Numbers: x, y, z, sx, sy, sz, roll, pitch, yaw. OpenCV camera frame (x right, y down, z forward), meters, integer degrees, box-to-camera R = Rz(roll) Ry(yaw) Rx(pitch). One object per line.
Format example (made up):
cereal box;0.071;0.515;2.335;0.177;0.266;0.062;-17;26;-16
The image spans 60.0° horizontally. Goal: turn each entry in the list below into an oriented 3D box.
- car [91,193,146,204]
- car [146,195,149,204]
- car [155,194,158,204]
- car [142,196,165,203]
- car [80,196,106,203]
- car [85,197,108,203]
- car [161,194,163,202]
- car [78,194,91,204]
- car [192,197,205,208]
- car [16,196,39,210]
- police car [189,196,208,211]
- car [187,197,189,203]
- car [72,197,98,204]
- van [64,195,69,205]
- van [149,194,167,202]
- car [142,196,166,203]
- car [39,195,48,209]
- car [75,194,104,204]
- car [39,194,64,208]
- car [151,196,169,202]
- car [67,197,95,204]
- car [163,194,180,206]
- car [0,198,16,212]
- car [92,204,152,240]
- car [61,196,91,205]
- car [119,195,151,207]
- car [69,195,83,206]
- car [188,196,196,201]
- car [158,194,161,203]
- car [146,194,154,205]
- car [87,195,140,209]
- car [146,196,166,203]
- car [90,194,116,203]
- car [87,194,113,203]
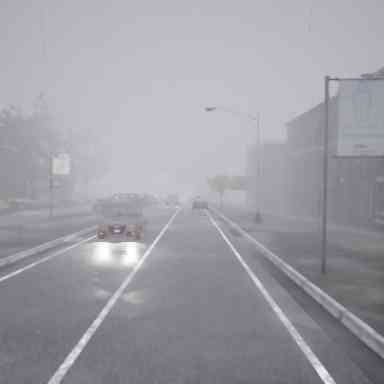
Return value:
car;-8.897;1.197;40.671;5.566;2.045;2.435;0;0;0
car;-8.876;1.479;46.274;4.892;1.521;2.231;0;0;0
car;-8.875;1.572;57.488;4.892;1.521;2.231;0;-1;0
car;-8.911;1.757;77.110;5.008;1.535;2.097;0;-1;0
car;-21.985;1.725;74.093;5.008;1.535;2.097;0;-1;0
car;-21.993;1.794;76.753;4.674;1.452;2.002;0;-1;0
car;-8.924;1.394;65.899;5.566;2.045;2.435;0;-1;0
car;-21.779;1.592;60.167;5.366;1.575;1.946;0;-1;0
car;0.948;1.549;50.453;1.837;1.490;4.892;0;-1;0
car;-21.953;1.448;40.675;5.008;1.535;2.097;0;0;0
police car;0.953;1.398;40.545;1.930;1.638;5.238;0;0;0
car;-0.039;1.650;73.401;2.033;1.411;5.357;0;-1;0
car;-22.009;1.699;68.523;4.792;1.488;2.163;0;-1;0
van;-22.069;1.294;51.812;4.442;1.987;1.878;0;0;0
van;-8.816;1.632;85.519;4.442;1.987;1.878;0;-1;0
car;-9.107;1.786;79.909;5.366;1.575;1.946;0;-1;0
car;-21.951;1.502;43.461;4.674;1.452;2.002;0;0;0
car;-21.957;1.445;71.309;5.566;2.045;2.435;0;-1;0
car;-21.920;1.373;49.031;4.553;1.767;2.185;0;0;0
car;-8.943;1.959;93.925;5.008;1.535;2.097;0;-1;0
car;-21.945;1.674;65.738;4.792;1.488;2.163;0;-1;0
car;-3.328;1.332;58.176;2.150;2.045;5.566;0;-1;1
car;-21.943;1.432;35.107;5.008;1.535;2.097;0;0;0
car;-3.358;1.546;16.878;1.994;1.385;4.181;0;0;0
car;-21.964;1.620;62.953;5.008;1.535;2.097;0;-1;0
car;-8.842;1.395;51.881;4.553;1.767;2.185;0;-1;0
car;-21.958;1.610;57.382;4.674;1.452;2.002;0;-1;0
car;-0.047;1.868;91.301;1.994;1.385;4.181;0;-1;0
car;-8.885;1.620;63.094;5.008;1.535;2.097;0;-1;0
car;-8.899;1.248;49.081;5.566;2.045;2.435;0;0;0
car;-8.862;1.440;37.869;4.892;1.521;2.231;0;0;0
car;-8.956;1.853;82.712;4.792;1.488;2.163;0;-1;0
car;-21.978;1.568;82.325;5.566;2.045;2.435;0;-1;0
car;-21.972;1.536;79.664;5.566;2.045;2.435;0;-1;0
